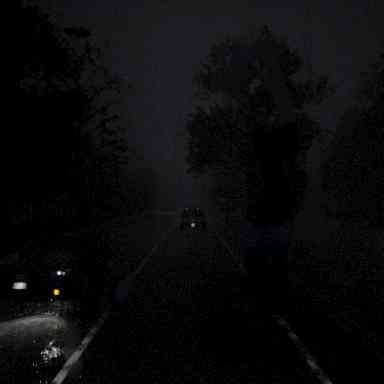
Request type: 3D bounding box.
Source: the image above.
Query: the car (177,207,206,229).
[{"bbox_3d":[0.064,2.107,25.829,1.895,1.301,4.718,0,-1,0],"label":"car"}]

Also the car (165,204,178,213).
[{"bbox_3d":[-3.292,2.649,54.138,1.994,1.385,4.181,0,-1,1],"label":"car"}]

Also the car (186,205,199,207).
[{"bbox_3d":[0.054,2.346,41.817,1.895,1.301,4.718,0,-7,0],"label":"car"}]

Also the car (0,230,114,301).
[{"bbox_3d":[-3.362,1.681,8.487,1.994,1.385,4.181,0,-1,0],"label":"car"}]
